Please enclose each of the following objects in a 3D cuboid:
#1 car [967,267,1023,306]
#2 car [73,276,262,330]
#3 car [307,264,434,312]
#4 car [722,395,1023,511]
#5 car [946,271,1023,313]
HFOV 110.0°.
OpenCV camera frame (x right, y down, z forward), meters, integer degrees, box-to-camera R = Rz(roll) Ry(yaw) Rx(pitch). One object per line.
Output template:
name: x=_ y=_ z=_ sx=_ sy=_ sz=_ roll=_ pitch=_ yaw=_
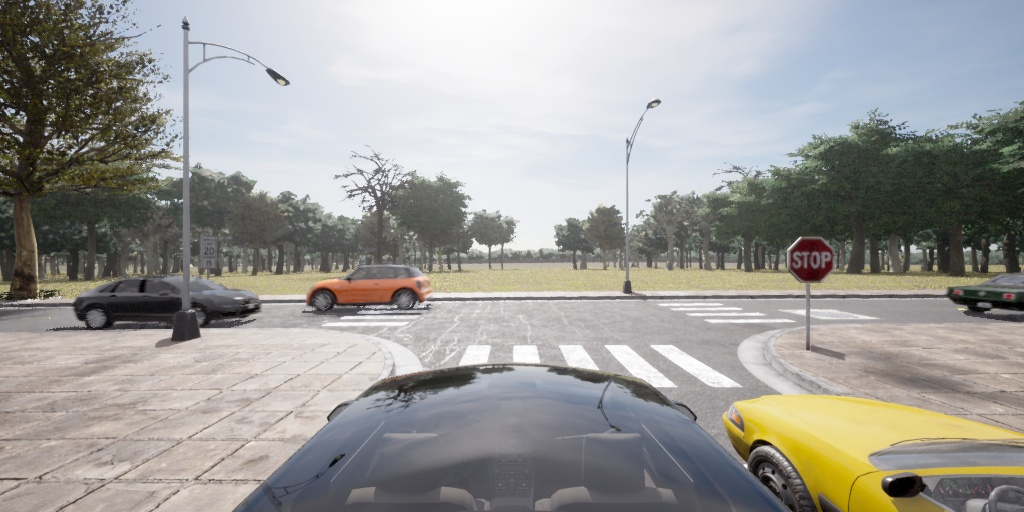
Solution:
car: x=20.937 y=1.149 z=13.848 sx=4.181 sy=1.385 sz=1.994 roll=0 pitch=0 yaw=1
car: x=-10.560 y=1.365 z=11.191 sx=4.892 sy=1.490 sz=1.837 roll=-1 pitch=0 yaw=1
car: x=-5.493 y=1.138 z=14.092 sx=4.553 sy=1.767 sz=2.097 roll=-1 pitch=0 yaw=1
car: x=2.634 y=1.275 z=1.099 sx=1.751 sy=1.417 sz=4.829 roll=0 pitch=0 yaw=0
car: x=16.655 y=1.204 z=10.930 sx=4.718 sy=1.301 sz=1.895 roll=0 pitch=0 yaw=1
